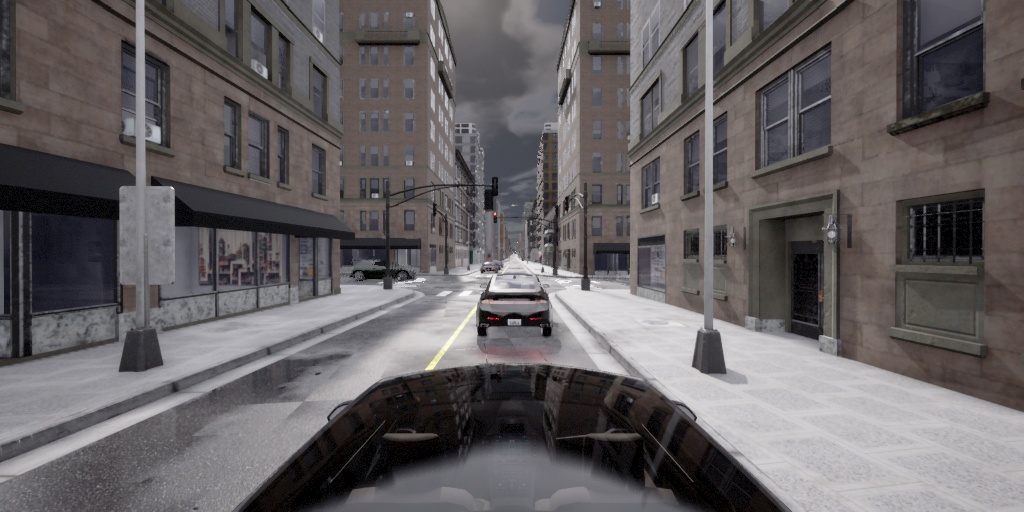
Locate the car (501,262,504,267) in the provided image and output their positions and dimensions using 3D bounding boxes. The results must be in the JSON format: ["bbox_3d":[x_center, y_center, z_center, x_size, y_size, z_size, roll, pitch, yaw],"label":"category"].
[{"bbox_3d":[-2.617,1.332,53.919,1.837,1.490,4.892,0,0,0],"label":"car"}]

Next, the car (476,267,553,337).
[{"bbox_3d":[0.075,1.243,10.311,2.128,1.511,4.902,0,0,1],"label":"car"}]

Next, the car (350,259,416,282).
[{"bbox_3d":[-9.575,1.006,26.975,4.553,1.767,2.097,1,0,-10],"label":"car"}]

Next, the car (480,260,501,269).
[{"bbox_3d":[-2.713,1.371,43.967,1.994,1.385,4.181,0,0,1],"label":"car"}]
